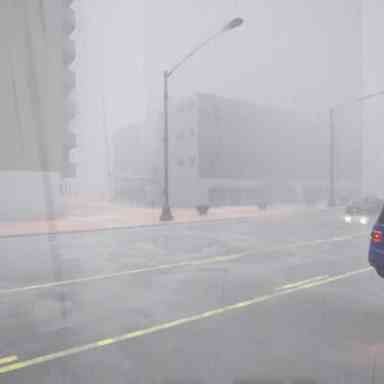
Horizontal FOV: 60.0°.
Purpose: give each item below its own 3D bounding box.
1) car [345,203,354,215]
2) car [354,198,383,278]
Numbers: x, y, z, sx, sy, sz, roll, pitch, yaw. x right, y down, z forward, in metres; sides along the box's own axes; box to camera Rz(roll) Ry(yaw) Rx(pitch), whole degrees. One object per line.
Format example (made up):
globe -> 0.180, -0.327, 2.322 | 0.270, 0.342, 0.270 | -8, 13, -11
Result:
car -> 14.341, 1.154, 27.114 | 4.181, 1.385, 1.994 | -2, 1, -35
car -> 6.763, 1.154, 8.569 | 5.566, 2.045, 2.150 | -1, 1, -36
